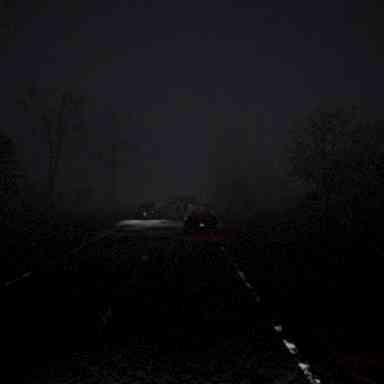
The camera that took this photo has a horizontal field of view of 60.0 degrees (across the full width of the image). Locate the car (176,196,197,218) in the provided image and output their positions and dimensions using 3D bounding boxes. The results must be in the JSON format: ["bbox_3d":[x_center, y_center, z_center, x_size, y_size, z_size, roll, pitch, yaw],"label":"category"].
[{"bbox_3d":[-0.107,1.533,30.085,2.097,1.767,4.553,0,0,-4],"label":"car"}]

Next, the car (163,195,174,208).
[{"bbox_3d":[-3.094,1.554,54.202,2.150,2.045,5.566,0,0,-7],"label":"car"}]

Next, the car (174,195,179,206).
[{"bbox_3d":[-0.534,1.443,36.161,2.150,2.045,5.566,0,0,-4],"label":"car"}]

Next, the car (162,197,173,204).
[{"bbox_3d":[-5.234,1.754,70.730,1.837,1.490,4.892,0,0,-9],"label":"car"}]

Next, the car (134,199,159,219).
[{"bbox_3d":[-4.210,1.696,31.049,1.837,1.490,4.892,0,0,-4],"label":"car"}]

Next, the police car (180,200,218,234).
[{"bbox_3d":[0.428,1.547,20.190,1.930,1.638,5.238,0,0,-3],"label":"police car"}]
